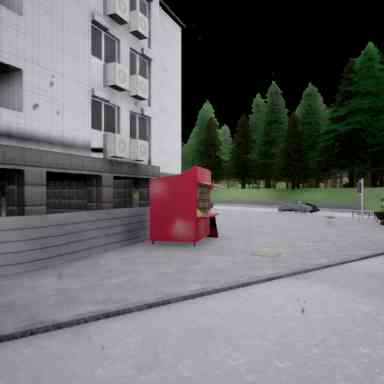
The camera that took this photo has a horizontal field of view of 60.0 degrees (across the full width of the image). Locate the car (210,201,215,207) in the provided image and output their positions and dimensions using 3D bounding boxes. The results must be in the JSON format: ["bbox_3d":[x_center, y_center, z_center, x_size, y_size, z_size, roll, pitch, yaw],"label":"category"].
[{"bbox_3d":[1.329,1.477,48.517,1.882,1.535,5.008,0,0,-35],"label":"car"}]

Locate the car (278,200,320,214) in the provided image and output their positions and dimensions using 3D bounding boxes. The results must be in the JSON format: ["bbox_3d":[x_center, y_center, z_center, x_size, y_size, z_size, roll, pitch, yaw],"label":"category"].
[{"bbox_3d":[11.112,1.563,34.760,1.994,1.385,4.181,0,0,-35],"label":"car"}]
